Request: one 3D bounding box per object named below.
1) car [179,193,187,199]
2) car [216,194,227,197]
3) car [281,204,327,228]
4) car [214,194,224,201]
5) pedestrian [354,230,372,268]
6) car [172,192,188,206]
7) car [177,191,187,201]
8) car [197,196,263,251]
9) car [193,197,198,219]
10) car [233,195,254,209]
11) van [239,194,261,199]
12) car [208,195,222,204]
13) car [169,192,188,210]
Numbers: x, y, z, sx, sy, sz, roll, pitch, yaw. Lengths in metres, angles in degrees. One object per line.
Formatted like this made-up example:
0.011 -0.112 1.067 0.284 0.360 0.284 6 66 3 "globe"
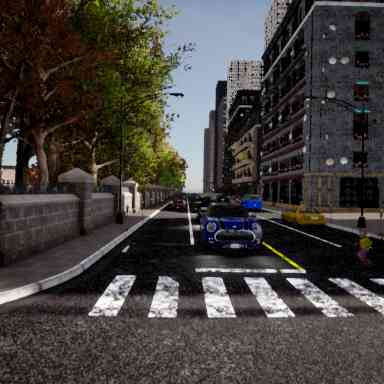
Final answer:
-2.394 0.996 87.765 1.947 1.339 4.313 1 0 -1 "car"
4.082 1.106 46.709 2.097 1.767 4.553 1 0 0 "car"
7.094 1.470 21.624 1.752 1.417 4.829 1 0 -1 "car"
6.170 1.190 76.833 2.008 1.369 4.403 1 0 -1 "car"
5.039 1.647 9.676 0.500 1.100 0.500 1 0 -1 "pedestrian"
-1.739 0.951 48.999 2.192 1.841 5.009 1 0 -1 "car"
-2.110 0.831 71.150 2.192 1.841 5.009 1 0 -1 "car"
1.439 1.237 13.553 2.097 1.767 4.553 1 0 -1 "car"
1.266 1.352 23.595 1.812 1.442 4.674 1 0 -1 "car"
6.729 1.259 43.606 1.967 1.590 4.097 1 0 -1 "car"
6.824 1.191 38.067 1.690 1.788 3.998 1 0 -1 "van"
3.912 1.300 56.752 1.895 1.301 4.718 1 0 -1 "car"
-1.556 1.137 37.924 1.967 1.590 4.097 1 0 -1 "car"
